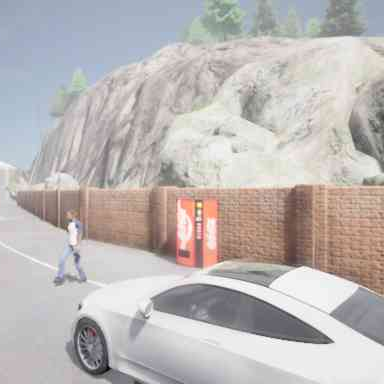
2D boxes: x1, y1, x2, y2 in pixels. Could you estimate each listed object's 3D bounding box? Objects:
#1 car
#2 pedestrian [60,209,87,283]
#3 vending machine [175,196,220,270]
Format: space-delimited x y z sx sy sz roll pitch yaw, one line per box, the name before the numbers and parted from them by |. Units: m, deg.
car | 0.510 1.525 3.786 4.674 1.442 1.812 0 0 39
pedestrian | -2.861 1.292 8.065 0.375 1.860 0.375 0 0 43
vending machine | 0.172 1.194 10.270 0.880 2.100 1.100 0 0 42
